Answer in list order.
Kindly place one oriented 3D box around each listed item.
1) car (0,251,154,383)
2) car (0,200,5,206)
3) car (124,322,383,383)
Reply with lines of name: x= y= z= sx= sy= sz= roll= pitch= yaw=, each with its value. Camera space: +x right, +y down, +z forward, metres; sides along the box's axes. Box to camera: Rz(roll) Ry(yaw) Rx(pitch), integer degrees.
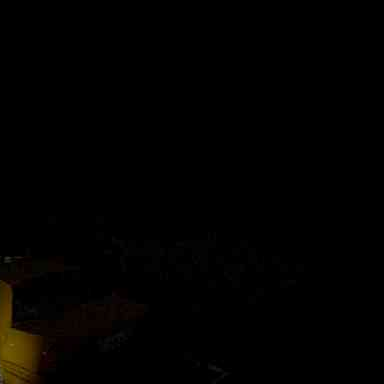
car: x=-2.687 y=1.566 z=4.877 sx=4.829 sy=1.417 sz=1.752 roll=-1 pitch=0 yaw=35
car: x=-28.263 y=1.426 z=45.940 sx=1.994 sy=1.385 sz=4.181 roll=-1 pitch=1 yaw=36
car: x=1.919 y=1.560 z=1.593 sx=4.313 sy=1.339 sz=1.947 roll=-1 pitch=0 yaw=35
